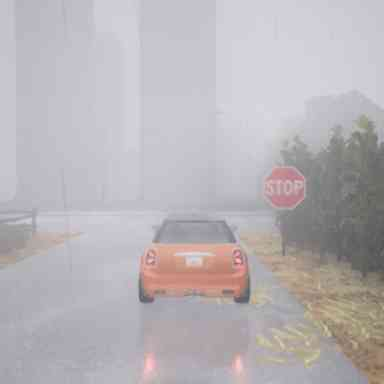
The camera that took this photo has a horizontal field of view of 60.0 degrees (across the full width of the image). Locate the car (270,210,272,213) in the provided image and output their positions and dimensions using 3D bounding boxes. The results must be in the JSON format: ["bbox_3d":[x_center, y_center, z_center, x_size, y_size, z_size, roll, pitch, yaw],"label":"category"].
[{"bbox_3d":[7.798,1.227,22.666,4.718,1.301,1.895,0,1,0],"label":"car"}]

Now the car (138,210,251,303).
[{"bbox_3d":[0.057,1.220,8.041,2.097,1.767,4.553,0,1,0],"label":"car"}]
